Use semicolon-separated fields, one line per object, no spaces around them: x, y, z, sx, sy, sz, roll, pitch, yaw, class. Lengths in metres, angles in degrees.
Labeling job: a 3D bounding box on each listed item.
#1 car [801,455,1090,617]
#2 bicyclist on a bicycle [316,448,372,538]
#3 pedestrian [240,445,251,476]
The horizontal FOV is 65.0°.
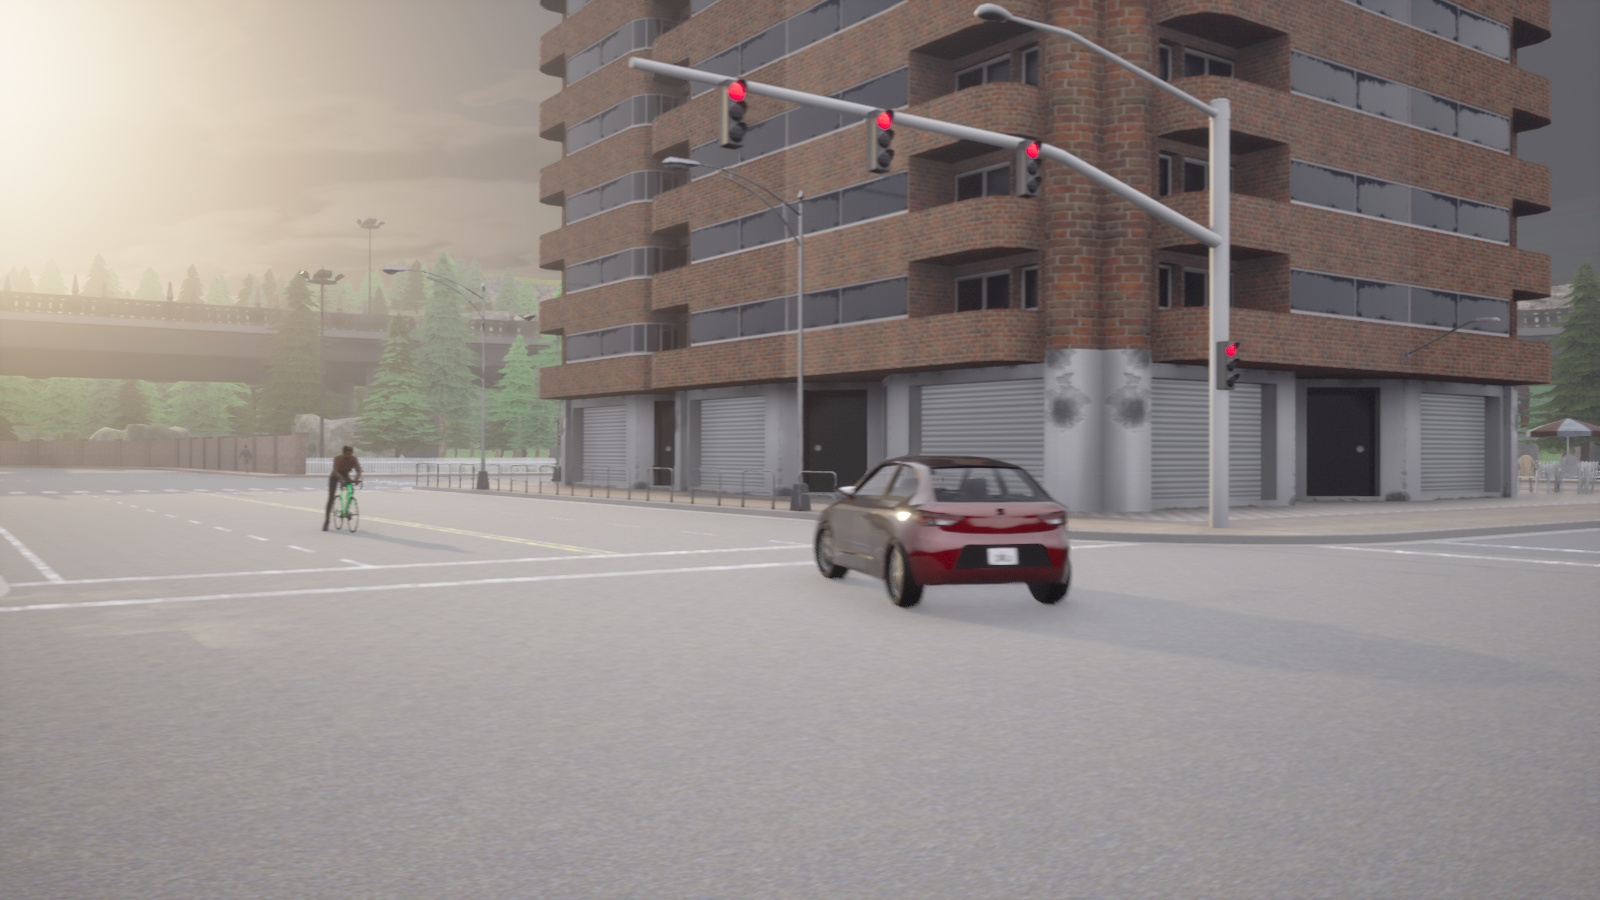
1.378;0.789;13.700;1.816;1.474;4.193;0;0;-13;car
-8.565;0.773;23.550;0.582;1.620;1.656;0;0;-35;bicyclist on a bicycle
-34.995;0.671;79.246;0.423;1.949;0.788;0;0;-37;pedestrian
